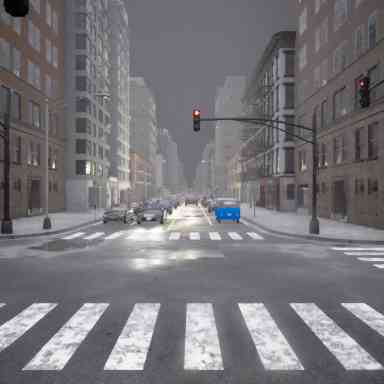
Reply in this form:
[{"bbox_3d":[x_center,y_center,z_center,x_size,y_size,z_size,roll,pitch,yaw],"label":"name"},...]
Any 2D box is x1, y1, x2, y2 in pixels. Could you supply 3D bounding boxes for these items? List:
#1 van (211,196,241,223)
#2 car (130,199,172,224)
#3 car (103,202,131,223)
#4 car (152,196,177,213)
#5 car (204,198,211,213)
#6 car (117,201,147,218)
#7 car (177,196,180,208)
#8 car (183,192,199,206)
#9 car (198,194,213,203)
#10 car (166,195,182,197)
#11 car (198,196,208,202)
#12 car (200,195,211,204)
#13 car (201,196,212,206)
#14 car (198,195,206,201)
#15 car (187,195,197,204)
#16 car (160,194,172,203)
[{"bbox_3d":[2.601,1.340,24.927,1.690,1.788,3.998,0,0,0],"label":"van"},{"bbox_3d":[-2.872,1.490,24.459,2.128,1.511,4.902,0,0,-1],"label":"car"},{"bbox_3d":[-5.424,1.549,24.907,2.008,1.369,4.403,0,0,0],"label":"car"},{"bbox_3d":[-2.899,1.476,33.902,1.882,1.535,5.008,0,0,0],"label":"car"},{"bbox_3d":[2.585,1.580,36.290,1.802,1.307,4.206,0,0,0],"label":"car"},{"bbox_3d":[-5.432,1.543,30.589,1.887,1.381,4.507,0,0,0],"label":"car"},{"bbox_3d":[-2.909,1.560,43.127,1.994,1.385,4.181,0,0,0],"label":"car"},{"bbox_3d":[-0.079,1.340,55.023,2.097,1.767,4.553,0,0,0],"label":"car"},{"bbox_3d":[2.561,1.305,53.334,2.192,1.841,5.009,0,0,0],"label":"car"},{"bbox_3d":[-2.882,1.554,53.150,1.994,1.385,4.181,0,0,1],"label":"car"},{"bbox_3d":[2.529,1.524,76.059,2.008,1.369,4.403,0,0,0],"label":"car"},{"bbox_3d":[2.545,1.421,64.696,1.967,1.590,4.097,0,0,0],"label":"car"},{"bbox_3d":[2.569,1.576,47.653,1.802,1.307,4.206,0,0,0],"label":"car"},{"bbox_3d":[2.513,1.530,87.421,1.947,1.339,4.313,0,0,0],"label":"car"},{"bbox_3d":[-0.093,1.459,65.055,1.882,1.535,5.008,0,0,0],"label":"car"},{"bbox_3d":[-5.488,1.292,70.362,2.192,1.841,5.009,0,0,0],"label":"car"}]
